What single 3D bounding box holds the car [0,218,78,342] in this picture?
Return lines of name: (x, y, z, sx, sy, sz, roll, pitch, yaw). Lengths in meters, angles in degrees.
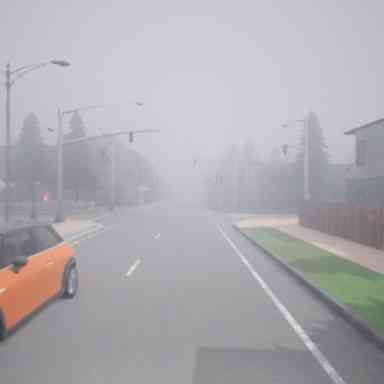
car: (-3.579, 1.363, 5.480, 2.097, 1.767, 4.553, 0, 0, 0)
